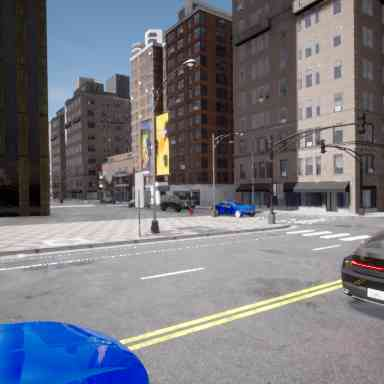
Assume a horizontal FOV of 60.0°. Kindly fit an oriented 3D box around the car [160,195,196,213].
[{"bbox_3d":[-1.841,1.356,40.239,2.150,2.045,5.566,-1,0,-35],"label":"car"}]

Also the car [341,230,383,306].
[{"bbox_3d":[5.123,1.504,7.098,4.892,1.490,1.837,0,0,-36],"label":"car"}]

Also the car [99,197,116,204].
[{"bbox_3d":[-17.180,1.742,67.590,2.033,1.411,5.357,-1,0,-35],"label":"car"}]

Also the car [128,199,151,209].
[{"bbox_3d":[-7.779,1.695,48.701,1.812,1.442,4.674,-1,0,-35],"label":"car"}]

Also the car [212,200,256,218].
[{"bbox_3d":[3.976,1.577,31.983,1.882,1.535,5.008,-1,0,-34],"label":"car"}]

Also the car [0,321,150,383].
[{"bbox_3d":[-2.568,1.478,1.609,5.008,1.535,1.882,0,0,-35],"label":"car"}]
